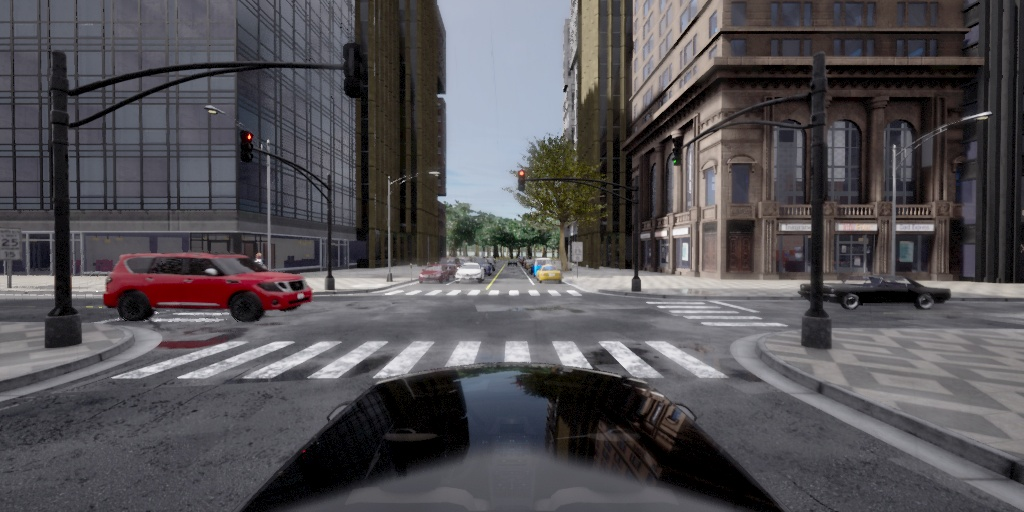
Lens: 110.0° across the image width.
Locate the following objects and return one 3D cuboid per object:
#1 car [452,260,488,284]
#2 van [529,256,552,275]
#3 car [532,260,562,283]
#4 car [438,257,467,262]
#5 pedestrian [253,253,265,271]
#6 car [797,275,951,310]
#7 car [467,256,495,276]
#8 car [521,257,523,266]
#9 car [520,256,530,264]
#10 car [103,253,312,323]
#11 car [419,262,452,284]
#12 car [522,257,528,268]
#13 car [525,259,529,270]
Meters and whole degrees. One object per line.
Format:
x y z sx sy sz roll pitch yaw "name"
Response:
-3.093 1.255 27.180 1.812 1.442 4.674 0 0 0 "car"
2.767 1.061 32.625 1.690 1.789 3.998 0 0 0 "van"
2.766 1.255 27.115 1.751 1.417 4.829 0 0 0 "car"
-5.758 1.035 32.618 2.192 1.841 5.009 0 0 0 "car"
-12.520 0.742 17.767 0.375 1.860 0.375 0 0 0 "pedestrian"
14.712 1.444 14.787 4.718 1.301 1.895 0 1 0 "car"
-3.093 1.067 36.060 2.097 1.767 4.553 0 0 0 "car"
2.770 1.215 55.343 1.888 1.381 4.507 0 0 0 "car"
2.771 1.204 61.022 2.007 1.370 4.403 0 0 0 "car"
-9.577 0.920 11.540 5.566 2.045 2.150 0 1 0 "car"
-5.759 1.312 26.937 1.802 1.307 4.207 0 0 0 "car"
2.770 1.210 49.834 1.751 1.417 4.829 0 0 0 "car"
2.768 1.276 38.305 1.948 1.339 4.313 0 0 0 "car"
